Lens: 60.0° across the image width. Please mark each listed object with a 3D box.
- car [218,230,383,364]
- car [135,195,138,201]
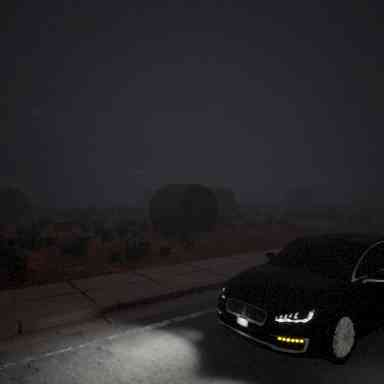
[{"bbox_3d":[2.634,1.506,5.957,4.892,1.490,1.837,0,0,-37],"label":"car"},{"bbox_3d":[-11.210,1.156,73.363,1.905,1.878,3.866,6,3,7],"label":"car"}]
